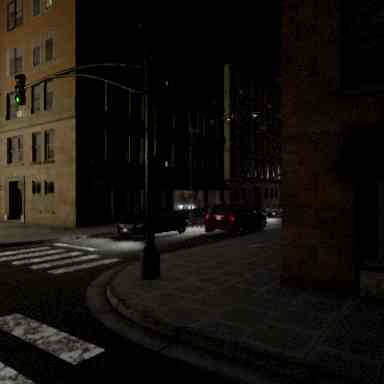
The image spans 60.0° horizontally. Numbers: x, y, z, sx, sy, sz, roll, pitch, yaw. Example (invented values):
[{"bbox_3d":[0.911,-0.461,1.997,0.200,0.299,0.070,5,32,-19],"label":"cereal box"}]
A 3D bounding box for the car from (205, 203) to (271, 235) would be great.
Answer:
[{"bbox_3d":[2.699,1.473,19.889,2.097,1.767,4.553,0,0,36],"label":"car"}]

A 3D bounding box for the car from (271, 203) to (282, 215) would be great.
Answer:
[{"bbox_3d":[9.226,1.812,34.106,1.895,1.301,4.718,0,0,36],"label":"car"}]

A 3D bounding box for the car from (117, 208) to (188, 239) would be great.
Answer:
[{"bbox_3d":[-2.010,1.631,18.372,1.812,1.442,4.674,0,0,34],"label":"car"}]

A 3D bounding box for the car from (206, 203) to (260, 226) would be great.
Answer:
[{"bbox_3d":[3.322,1.648,25.843,2.128,1.511,4.902,0,0,35],"label":"car"}]
